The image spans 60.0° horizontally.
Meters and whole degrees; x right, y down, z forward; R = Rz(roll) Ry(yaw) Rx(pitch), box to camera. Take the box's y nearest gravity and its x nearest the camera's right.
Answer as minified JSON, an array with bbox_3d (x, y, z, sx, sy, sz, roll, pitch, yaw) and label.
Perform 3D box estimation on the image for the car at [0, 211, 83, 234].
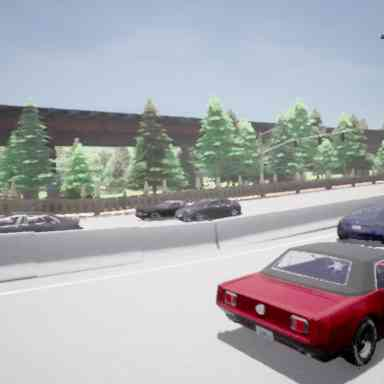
[{"bbox_3d":[-6.532,1.491,12.231,4.902,1.511,2.128,0,0,-36],"label":"car"}]

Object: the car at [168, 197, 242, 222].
[{"bbox_3d":[1.163,1.165,22.015,4.892,1.490,1.837,-3,2,-35],"label":"car"}]

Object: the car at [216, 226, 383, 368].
[{"bbox_3d":[2.776,1.555,5.734,4.718,1.301,1.895,-1,1,-36],"label":"car"}]

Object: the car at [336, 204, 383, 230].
[{"bbox_3d":[7.802,1.187,13.663,4.181,1.385,1.994,-4,2,-36],"label":"car"}]

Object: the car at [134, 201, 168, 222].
[{"bbox_3d":[-1.755,1.314,24.234,4.718,1.301,1.895,-3,2,-35],"label":"car"}]
